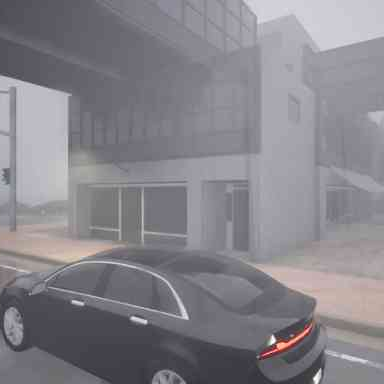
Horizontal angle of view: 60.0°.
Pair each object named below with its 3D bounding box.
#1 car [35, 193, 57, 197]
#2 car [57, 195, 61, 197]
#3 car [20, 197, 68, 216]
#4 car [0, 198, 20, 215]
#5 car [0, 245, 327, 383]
[{"bbox_3d":[-31.200,1.153,69.870,4.605,1.855,1.932,0,0,35],"label":"car"},{"bbox_3d":[-29.471,1.364,72.196,3.905,1.438,1.784,0,0,35],"label":"car"},{"bbox_3d":[-13.966,1.505,33.197,1.837,1.490,4.892,0,0,36],"label":"car"},{"bbox_3d":[-18.344,1.564,33.145,1.994,1.385,4.181,0,0,36],"label":"car"},{"bbox_3d":[-0.788,1.505,4.555,4.892,1.490,1.837,0,0,36],"label":"car"}]
